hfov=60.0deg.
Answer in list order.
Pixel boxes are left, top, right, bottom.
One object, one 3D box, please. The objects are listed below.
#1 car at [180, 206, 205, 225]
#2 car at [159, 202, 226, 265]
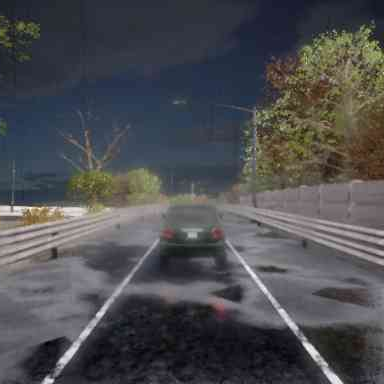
[{"bbox_3d":[0.050,1.964,28.841,1.994,1.385,4.181,0,-1,1],"label":"car"},{"bbox_3d":[0.031,1.394,12.509,2.150,2.045,5.566,0,0,0],"label":"car"}]
